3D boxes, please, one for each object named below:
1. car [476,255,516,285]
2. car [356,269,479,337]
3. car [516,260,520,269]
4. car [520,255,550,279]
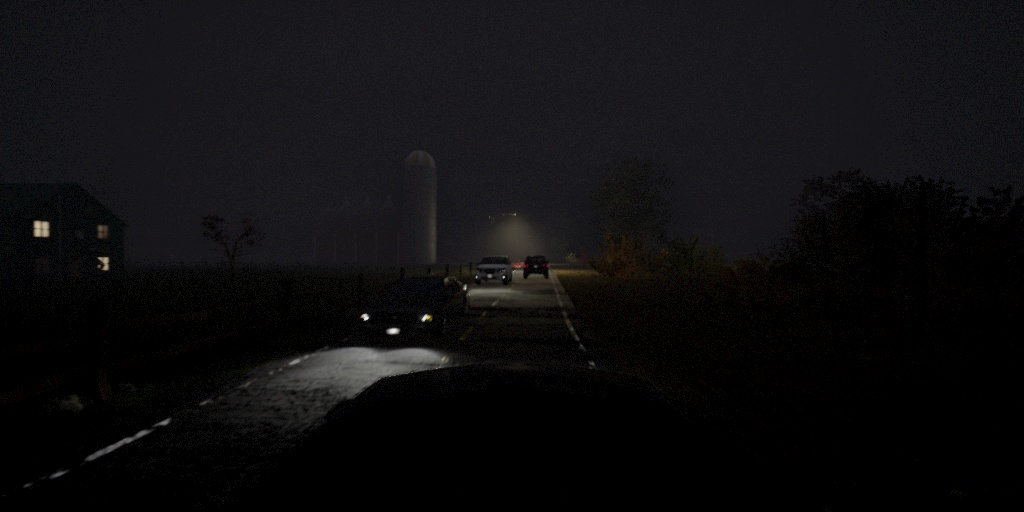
[{"bbox_3d":[-1.209,0.951,26.088,2.150,2.045,5.566,0,0,5],"label":"car"},{"bbox_3d":[-2.482,1.281,10.597,2.033,1.411,5.357,0,0,3],"label":"car"},{"bbox_3d":[1.035,1.331,50.507,1.812,1.442,4.674,0,0,5],"label":"car"},{"bbox_3d":[2.208,0.966,32.564,2.150,2.045,5.566,0,0,5],"label":"car"}]
